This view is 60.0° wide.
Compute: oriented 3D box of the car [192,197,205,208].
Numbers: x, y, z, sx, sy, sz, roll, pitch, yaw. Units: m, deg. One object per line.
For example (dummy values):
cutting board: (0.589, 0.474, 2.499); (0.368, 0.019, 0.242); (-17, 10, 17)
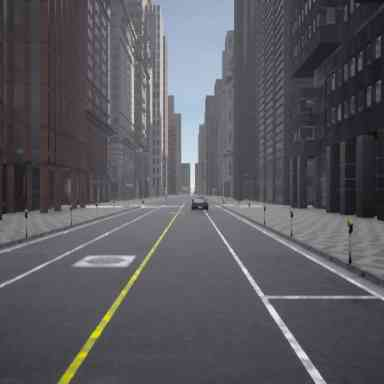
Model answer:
car: (0.900, 1.515, 49.163); (1.882, 1.535, 5.008); (0, 0, 0)

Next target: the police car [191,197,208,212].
police car: (0.900, 1.445, 39.273); (1.930, 1.638, 5.238); (0, 0, 0)

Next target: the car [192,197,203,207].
car: (0.899, 1.592, 55.163); (1.837, 1.490, 4.892); (0, 0, 0)
